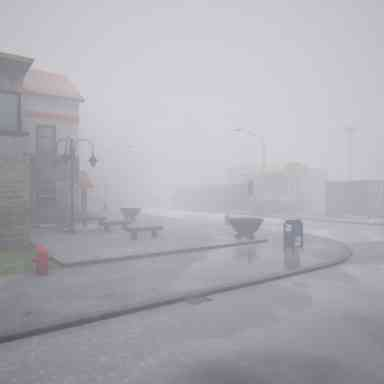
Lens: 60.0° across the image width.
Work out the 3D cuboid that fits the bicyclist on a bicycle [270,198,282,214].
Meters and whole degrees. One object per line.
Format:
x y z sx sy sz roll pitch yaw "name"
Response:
8.091 1.349 32.036 1.656 1.620 0.582 0 0 -35 "bicyclist on a bicycle"
